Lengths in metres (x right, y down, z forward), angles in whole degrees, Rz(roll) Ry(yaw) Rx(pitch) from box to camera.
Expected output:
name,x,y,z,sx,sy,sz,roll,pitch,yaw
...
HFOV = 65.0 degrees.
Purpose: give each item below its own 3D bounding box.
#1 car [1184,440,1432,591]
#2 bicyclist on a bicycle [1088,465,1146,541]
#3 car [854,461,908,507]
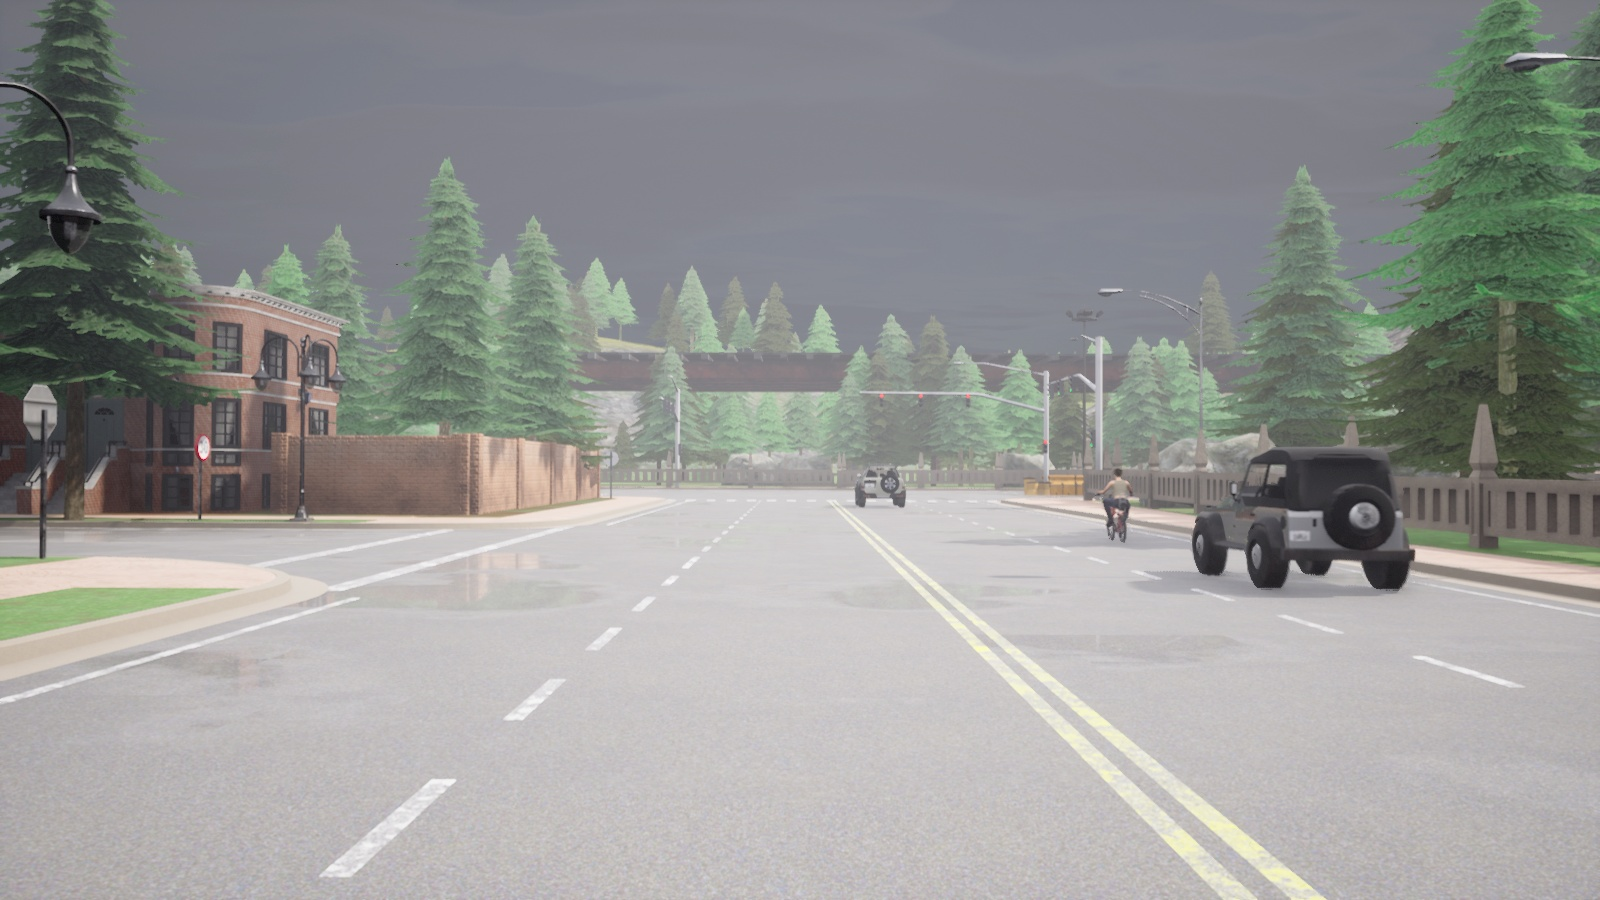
name,x,y,z,sx,sy,sz,roll,pitch,yaw
car,6.953,0.848,17.665,1.905,1.878,3.866,0,-1,0
bicyclist on a bicycle,6.933,1.139,27.536,0.866,1.612,1.509,0,-1,0
car,3.362,1.418,52.862,1.932,1.855,4.605,0,-1,0
